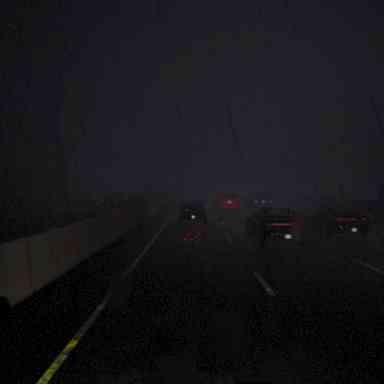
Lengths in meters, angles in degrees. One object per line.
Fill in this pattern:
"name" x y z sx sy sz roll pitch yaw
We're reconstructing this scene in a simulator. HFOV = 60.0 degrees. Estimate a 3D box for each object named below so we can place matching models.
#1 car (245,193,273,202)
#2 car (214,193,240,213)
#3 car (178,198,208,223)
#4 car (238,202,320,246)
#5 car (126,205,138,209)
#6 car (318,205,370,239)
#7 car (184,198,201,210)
"car" 7.062 1.068 35.493 2.150 2.045 5.566 0 0 0
"car" 3.564 1.074 34.153 2.150 2.045 5.566 0 0 0
"car" 0.074 1.399 24.143 1.837 1.490 4.892 0 0 0
"car" 3.583 1.427 14.801 2.128 1.511 4.902 0 0 0
"car" -7.137 1.313 42.004 2.128 1.511 4.902 0 0 0
"car" 7.081 1.418 16.933 2.128 1.511 4.902 0 0 0
"car" 0.055 1.426 40.582 1.895 1.301 4.718 0 0 0
